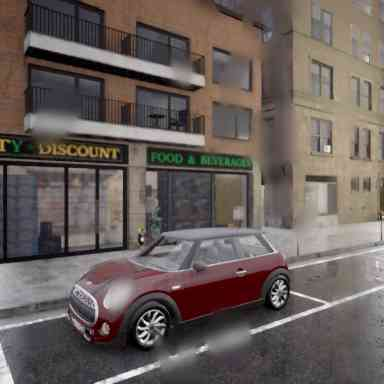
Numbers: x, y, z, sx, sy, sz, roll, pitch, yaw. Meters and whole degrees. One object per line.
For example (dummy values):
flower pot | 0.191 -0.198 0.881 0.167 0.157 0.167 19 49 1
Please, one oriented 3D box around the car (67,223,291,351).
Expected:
car | -0.098 1.440 6.125 4.097 1.590 1.967 0 0 -36
